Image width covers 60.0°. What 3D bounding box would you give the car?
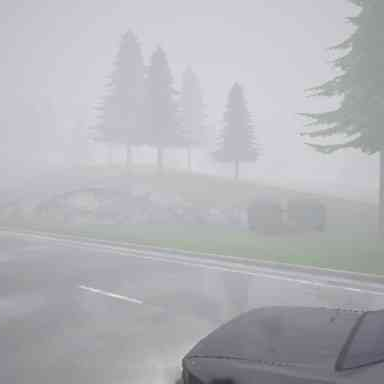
[{"bbox_3d":[2.433,1.547,2.258,5.357,1.411,2.033,0,0,35],"label":"car"}]
